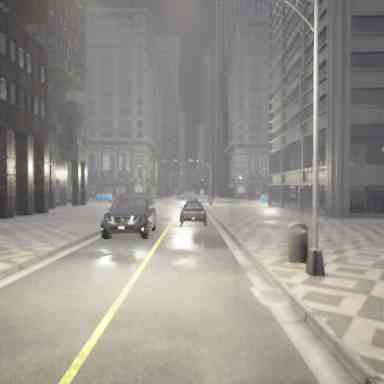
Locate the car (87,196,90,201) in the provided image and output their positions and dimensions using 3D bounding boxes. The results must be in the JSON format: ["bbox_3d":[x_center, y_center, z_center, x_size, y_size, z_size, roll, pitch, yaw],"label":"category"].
[{"bbox_3d":[-25.675,1.524,76.649,4.313,1.339,1.947,0,1,0],"label":"car"}]

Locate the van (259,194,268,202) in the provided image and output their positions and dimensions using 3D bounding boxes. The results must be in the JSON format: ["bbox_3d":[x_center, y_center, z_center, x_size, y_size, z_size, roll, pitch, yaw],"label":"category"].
[{"bbox_3d":[17.723,1.439,76.840,3.998,1.788,1.690,0,1,0],"label":"van"}]

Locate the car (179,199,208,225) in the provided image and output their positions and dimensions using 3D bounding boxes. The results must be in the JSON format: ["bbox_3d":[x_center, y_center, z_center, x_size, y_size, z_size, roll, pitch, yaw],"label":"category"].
[{"bbox_3d":[0.090,1.499,23.858,2.128,1.511,4.902,0,0,0],"label":"car"}]

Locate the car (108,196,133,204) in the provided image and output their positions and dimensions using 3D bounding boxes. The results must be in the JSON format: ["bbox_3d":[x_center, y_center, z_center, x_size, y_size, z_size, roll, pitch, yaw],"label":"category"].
[{"bbox_3d":[-14.659,1.641,68.163,4.829,1.417,1.752,0,1,0],"label":"car"}]

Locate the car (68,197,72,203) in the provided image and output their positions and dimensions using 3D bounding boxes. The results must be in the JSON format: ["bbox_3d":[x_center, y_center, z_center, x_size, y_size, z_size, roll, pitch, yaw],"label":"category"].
[{"bbox_3d":[-25.409,1.629,68.125,4.507,1.381,1.887,0,1,0],"label":"car"}]

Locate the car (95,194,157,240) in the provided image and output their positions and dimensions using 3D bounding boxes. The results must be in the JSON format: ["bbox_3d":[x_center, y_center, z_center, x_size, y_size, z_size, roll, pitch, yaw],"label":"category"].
[{"bbox_3d":[-3.107,1.224,17.421,2.150,2.045,5.566,0,0,0],"label":"car"}]
